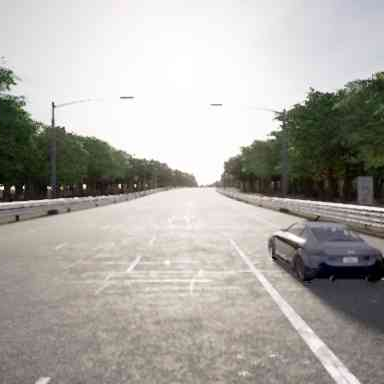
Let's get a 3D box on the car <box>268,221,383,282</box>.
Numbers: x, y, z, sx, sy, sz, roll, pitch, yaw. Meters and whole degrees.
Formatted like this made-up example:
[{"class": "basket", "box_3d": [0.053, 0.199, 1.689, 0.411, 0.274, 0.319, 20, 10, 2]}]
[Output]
[{"class": "car", "box_3d": [3.571, 1.506, 9.559, 1.994, 1.385, 4.181, 0, 0, -1]}]
